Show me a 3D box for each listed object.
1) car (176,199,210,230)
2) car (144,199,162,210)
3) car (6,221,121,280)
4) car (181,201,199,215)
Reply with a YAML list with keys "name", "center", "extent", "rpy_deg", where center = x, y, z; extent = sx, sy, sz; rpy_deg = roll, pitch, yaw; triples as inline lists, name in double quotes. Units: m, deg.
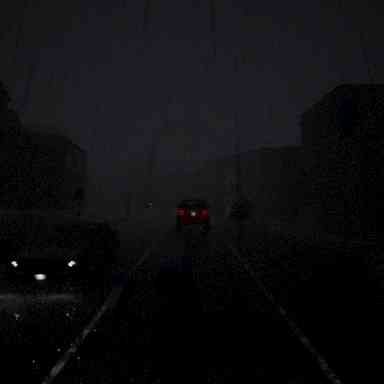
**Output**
- name: "car"
  center: [0.080, 1.479, 23.260]
  extent: [2.150, 2.045, 5.566]
  rpy_deg: [0, 0, 0]
- name: "car"
  center: [-6.345, 1.927, 53.977]
  extent: [2.097, 1.767, 4.553]
  rpy_deg: [1, -1, -19]
- name: "car"
  center: [-3.609, 1.665, 10.582]
  extent: [2.033, 1.411, 5.357]
  rpy_deg: [0, -1, 0]
- name: "car"
  center: [-0.311, 1.935, 41.463]
  extent: [1.882, 1.535, 5.008]
  rpy_deg: [0, -1, -4]
